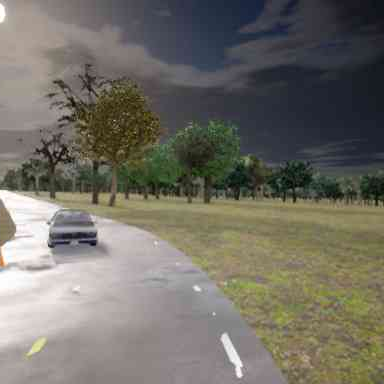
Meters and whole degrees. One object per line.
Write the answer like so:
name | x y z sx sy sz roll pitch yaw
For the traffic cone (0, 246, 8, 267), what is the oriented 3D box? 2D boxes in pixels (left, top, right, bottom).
traffic cone | -5.686 1.900 9.888 0.340 0.580 0.340 0 0 -14

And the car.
car | -5.323 1.479 14.756 2.033 1.411 5.357 0 0 -22
